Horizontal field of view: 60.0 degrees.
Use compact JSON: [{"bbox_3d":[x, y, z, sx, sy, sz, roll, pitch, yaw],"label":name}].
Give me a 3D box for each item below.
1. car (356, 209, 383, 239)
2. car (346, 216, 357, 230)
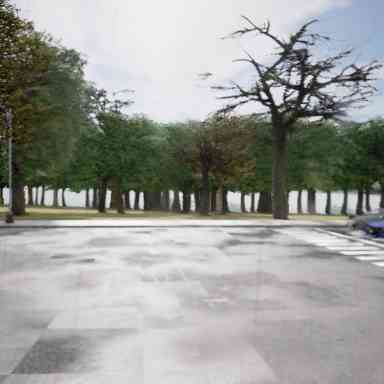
[{"bbox_3d":[11.993,1.877,18.112,5.008,1.535,1.882,1,1,-9],"label":"car"},{"bbox_3d":[12.443,1.845,21.476,4.902,1.511,2.128,1,1,-9],"label":"car"}]
